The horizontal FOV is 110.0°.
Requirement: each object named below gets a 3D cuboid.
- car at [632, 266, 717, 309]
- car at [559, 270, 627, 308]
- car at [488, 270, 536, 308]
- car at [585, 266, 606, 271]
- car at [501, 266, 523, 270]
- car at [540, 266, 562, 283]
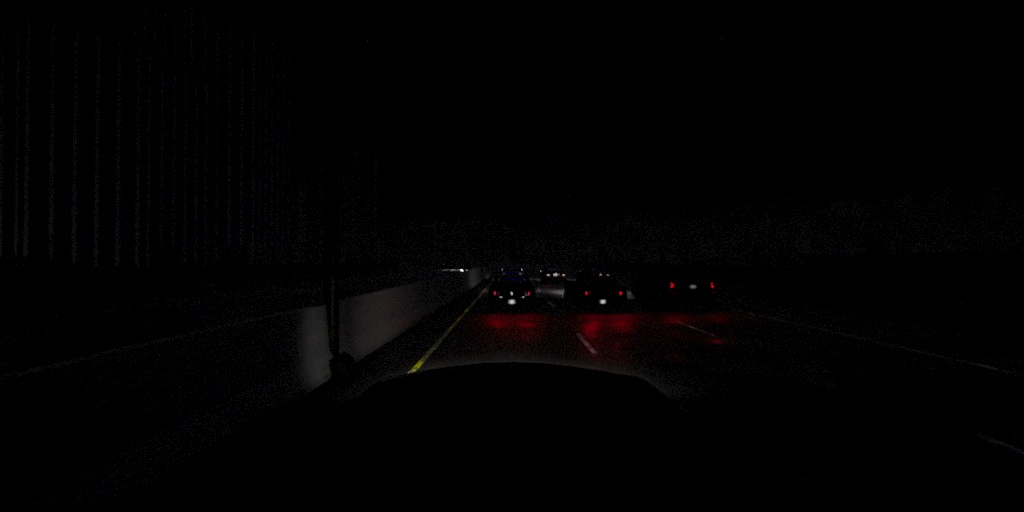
[{"bbox_3d":[6.999,1.233,15.972,2.097,1.767,4.553,0,-1,0],"label":"car"},{"bbox_3d":[3.498,1.484,15.994,1.895,1.301,4.718,0,0,0],"label":"car"},{"bbox_3d":[-0.002,1.484,15.992,1.895,1.301,4.718,0,0,0],"label":"car"},{"bbox_3d":[6.994,1.570,30.874,2.033,1.411,5.357,0,-1,0],"label":"car"},{"bbox_3d":[0.000,1.589,31.122,1.994,1.385,4.181,0,-1,0],"label":"car"},{"bbox_3d":[3.494,1.570,30.875,2.033,1.411,5.357,0,-1,0],"label":"car"}]
